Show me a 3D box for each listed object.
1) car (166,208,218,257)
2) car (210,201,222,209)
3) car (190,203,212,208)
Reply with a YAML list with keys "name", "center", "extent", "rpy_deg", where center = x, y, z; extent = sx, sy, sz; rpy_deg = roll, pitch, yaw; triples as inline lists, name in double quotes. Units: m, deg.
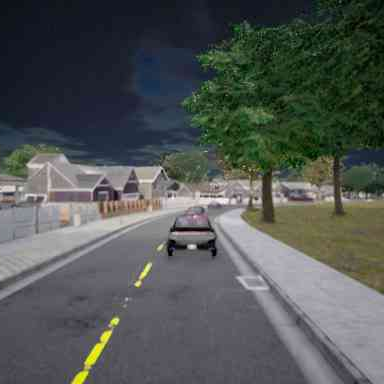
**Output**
- name: "car"
  center: [0.020, 1.642, 13.526]
  extent: [2.128, 1.511, 4.902]
  rpy_deg: [0, -1, 0]
- name: "car"
  center: [4.090, 2.337, 60.312]
  extent: [1.812, 1.442, 4.674]
  rpy_deg: [0, -1, 19]
- name: "car"
  center: [0.416, 1.929, 28.377]
  extent: [1.994, 1.385, 4.181]
  rpy_deg: [0, -1, 5]
